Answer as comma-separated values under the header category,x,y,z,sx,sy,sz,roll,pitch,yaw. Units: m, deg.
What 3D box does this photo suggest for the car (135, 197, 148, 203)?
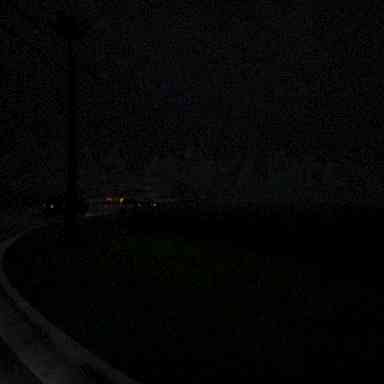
category,x,y,z,sx,sy,sz,roll,pitch,yaw
car,-11.578,1.881,76.558,1.994,1.385,4.181,0,0,5

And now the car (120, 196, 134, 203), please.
category,x,y,z,sx,sy,sz,roll,pitch,yaw
car,-15.063,1.804,76.882,1.882,1.535,5.008,0,0,5

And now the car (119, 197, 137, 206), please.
category,x,y,z,sx,sy,sz,roll,pitch,yaw
car,-12.496,1.781,66.662,2.097,1.767,4.553,0,0,5

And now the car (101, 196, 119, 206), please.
category,x,y,z,sx,sy,sz,roll,pitch,yaw
car,-15.984,2.021,66.950,1.895,1.301,4.718,0,0,5

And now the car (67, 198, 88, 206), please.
category,x,y,z,sx,sy,sz,roll,pitch,yaw
car,-22.995,1.952,67.151,2.033,1.411,5.357,0,0,5

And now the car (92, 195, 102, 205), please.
category,x,y,z,sx,sy,sz,roll,pitch,yaw
car,-19.507,1.629,66.860,2.150,2.045,5.566,0,0,5

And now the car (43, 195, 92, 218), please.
category,x,y,z,sx,sy,sz,roll,pitch,yaw
car,-12.121,1.422,32.118,2.150,2.045,5.566,0,0,6

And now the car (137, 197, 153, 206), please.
category,x,y,z,sx,sy,sz,roll,pitch,yaw
car,-9.017,1.995,66.274,1.994,1.385,4.181,0,0,5

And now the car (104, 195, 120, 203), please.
category,x,y,z,sx,sy,sz,roll,pitch,yaw
car,-18.551,1.680,77.176,2.097,1.767,4.553,0,0,5
